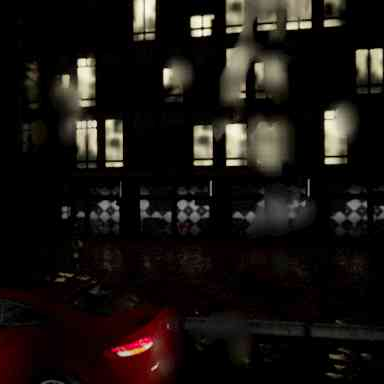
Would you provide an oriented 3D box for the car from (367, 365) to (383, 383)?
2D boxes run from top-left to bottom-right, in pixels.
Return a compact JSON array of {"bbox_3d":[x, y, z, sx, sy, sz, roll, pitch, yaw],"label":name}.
[{"bbox_3d":[3.805,1.204,1.279,5.566,2.045,2.150,0,0,8],"label":"car"}]

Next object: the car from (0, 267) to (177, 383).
[{"bbox_3d":[-2.280,1.606,3.978,4.206,1.307,1.802,0,0,8],"label":"car"}]
